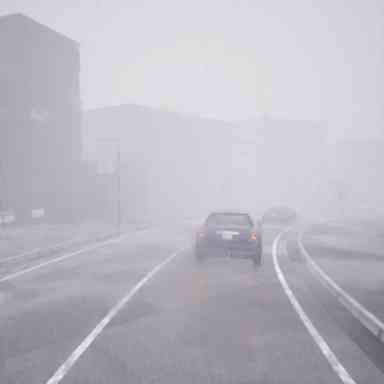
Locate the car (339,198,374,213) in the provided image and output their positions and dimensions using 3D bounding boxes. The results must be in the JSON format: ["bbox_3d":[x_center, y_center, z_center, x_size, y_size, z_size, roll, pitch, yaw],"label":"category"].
[{"bbox_3d":[23.647,1.881,47.610,5.566,2.045,2.150,3,2,-29],"label":"car"}]

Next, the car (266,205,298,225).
[{"bbox_3d":[7.113,1.750,26.485,1.994,1.385,4.181,3,0,30],"label":"car"}]

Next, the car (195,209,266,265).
[{"bbox_3d":[1.512,1.392,12.179,2.097,1.767,4.553,1,0,12],"label":"car"}]
